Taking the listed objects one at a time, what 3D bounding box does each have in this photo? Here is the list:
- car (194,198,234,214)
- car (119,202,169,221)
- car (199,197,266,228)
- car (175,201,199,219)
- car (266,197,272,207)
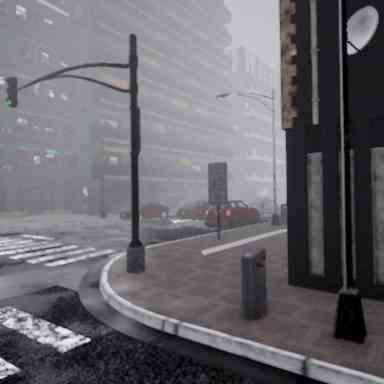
[{"bbox_3d":[2.329,1.386,34.237,2.008,1.369,4.403,-1,0,36],"label":"car"},{"bbox_3d":[-3.689,1.460,26.122,1.887,1.381,4.507,-1,0,36],"label":"car"},{"bbox_3d":[2.528,1.202,20.084,1.967,1.590,4.097,-1,0,36],"label":"car"},{"bbox_3d":[0.489,1.401,27.317,1.994,1.385,4.181,-1,0,36],"label":"car"},{"bbox_3d":[8.995,1.313,43.398,1.947,1.339,4.313,-1,0,36],"label":"car"}]
